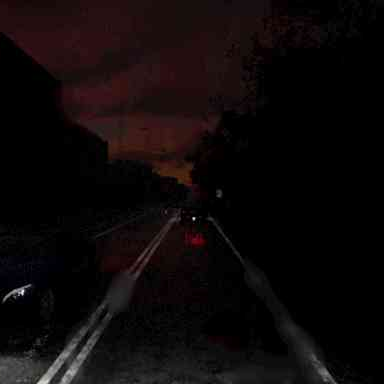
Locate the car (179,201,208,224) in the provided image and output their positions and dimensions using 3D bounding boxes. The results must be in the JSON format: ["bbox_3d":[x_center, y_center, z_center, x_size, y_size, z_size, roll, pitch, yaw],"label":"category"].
[{"bbox_3d":[0.138,1.531,24.848,1.837,1.490,4.892,0,0,0],"label":"car"}]

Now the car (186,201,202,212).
[{"bbox_3d":[0.202,1.795,41.986,1.895,1.301,4.718,0,-1,0],"label":"car"}]

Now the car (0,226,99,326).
[{"bbox_3d":[-3.343,1.513,7.161,1.812,1.442,4.674,0,0,0],"label":"car"}]

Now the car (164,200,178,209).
[{"bbox_3d":[-3.179,1.877,50.756,2.033,1.411,5.357,0,-1,1],"label":"car"}]
